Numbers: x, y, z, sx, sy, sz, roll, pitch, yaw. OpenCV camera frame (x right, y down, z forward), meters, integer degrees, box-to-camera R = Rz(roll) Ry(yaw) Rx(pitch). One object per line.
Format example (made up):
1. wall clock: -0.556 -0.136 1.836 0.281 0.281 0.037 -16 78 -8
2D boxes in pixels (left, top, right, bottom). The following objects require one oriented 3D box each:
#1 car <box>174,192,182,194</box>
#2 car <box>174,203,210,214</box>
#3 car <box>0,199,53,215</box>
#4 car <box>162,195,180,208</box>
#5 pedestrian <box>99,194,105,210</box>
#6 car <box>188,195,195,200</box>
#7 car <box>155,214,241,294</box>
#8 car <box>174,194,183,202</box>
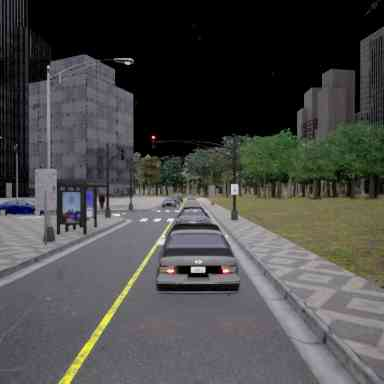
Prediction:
1. car: -3.091 1.129 72.214 2.150 2.045 5.566 0 0 0
2. car: 0.071 1.554 19.195 1.994 1.385 4.181 0 0 0
3. car: -15.658 1.426 31.157 5.008 1.535 1.882 0 1 0
4. car: -3.129 1.516 46.861 1.994 1.385 4.181 0 0 0
5. pedestrian: -10.108 1.050 37.262 0.375 1.860 0.375 0 0 1
6. car: -0.153 1.468 86.392 1.895 1.301 4.718 0 0 0
7. car: 0.094 1.544 8.916 2.033 1.411 5.357 0 0 -1
8. car: -3.124 1.496 58.310 1.994 1.385 4.181 0 0 0
